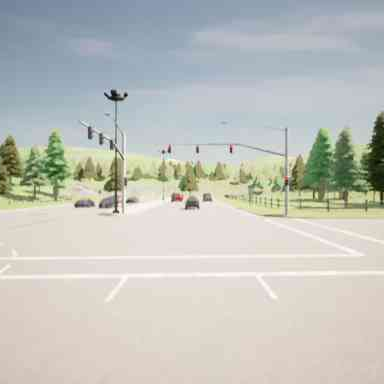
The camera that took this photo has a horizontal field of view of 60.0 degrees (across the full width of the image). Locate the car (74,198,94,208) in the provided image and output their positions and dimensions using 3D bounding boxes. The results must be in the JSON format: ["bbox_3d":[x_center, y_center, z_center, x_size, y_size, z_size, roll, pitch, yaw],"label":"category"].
[{"bbox_3d":[-15.060,1.549,46.734,1.994,1.385,4.181,0,0,0],"label":"car"}]

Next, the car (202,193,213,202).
[{"bbox_3d":[3.591,1.515,73.814,2.033,1.411,5.357,0,0,1],"label":"car"}]

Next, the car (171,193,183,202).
[{"bbox_3d":[-3.409,1.200,73.853,2.150,2.045,5.566,0,0,1],"label":"car"}]

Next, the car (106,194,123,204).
[{"bbox_3d":[-14.977,1.333,64.542,2.097,1.767,4.553,0,0,1],"label":"car"}]

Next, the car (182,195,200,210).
[{"bbox_3d":[0.032,1.491,43.214,1.837,1.490,4.892,0,0,0],"label":"car"}]

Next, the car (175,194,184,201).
[{"bbox_3d":[-3.178,1.395,84.598,1.882,1.535,5.008,0,0,2],"label":"car"}]

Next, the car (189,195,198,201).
[{"bbox_3d":[0.321,1.442,84.503,2.128,1.511,4.902,0,0,2],"label":"car"}]

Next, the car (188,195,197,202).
[{"bbox_3d":[0.095,1.454,74.233,1.882,1.535,5.008,0,0,1],"label":"car"}]

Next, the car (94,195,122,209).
[{"bbox_3d":[-11.561,1.491,46.046,1.837,1.490,4.892,0,0,0],"label":"car"}]

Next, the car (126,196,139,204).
[{"bbox_3d":[-11.489,1.529,64.365,2.033,1.411,5.357,0,0,1],"label":"car"}]
